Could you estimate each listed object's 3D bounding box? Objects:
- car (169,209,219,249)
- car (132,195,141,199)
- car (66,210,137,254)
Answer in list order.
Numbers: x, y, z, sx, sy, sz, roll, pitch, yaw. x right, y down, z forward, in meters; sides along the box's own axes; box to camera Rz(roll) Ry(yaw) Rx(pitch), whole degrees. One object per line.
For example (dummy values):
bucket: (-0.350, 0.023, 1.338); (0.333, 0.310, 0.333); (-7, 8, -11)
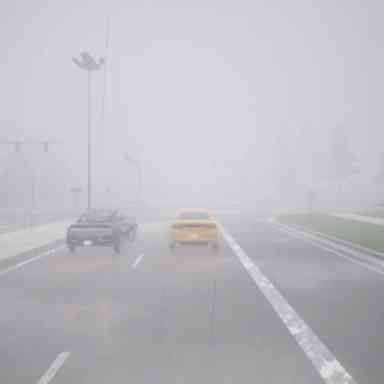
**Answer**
car: (0.076, 1.444, 14.290); (1.882, 1.535, 5.008); (0, 0, 0)
car: (-15.591, 1.139, 93.307); (2.097, 1.767, 4.553); (0, 0, -1)
car: (-3.428, 1.460, 13.402); (2.128, 1.511, 4.902); (0, 0, 0)
